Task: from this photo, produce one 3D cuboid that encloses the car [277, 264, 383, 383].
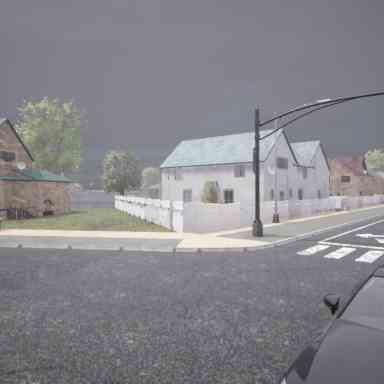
[{"bbox_3d":[2.561,1.524,3.463,1.812,1.442,4.674,0,0,42],"label":"car"}]
